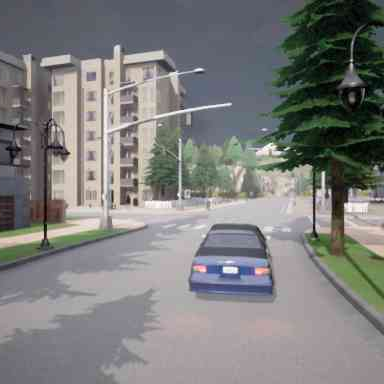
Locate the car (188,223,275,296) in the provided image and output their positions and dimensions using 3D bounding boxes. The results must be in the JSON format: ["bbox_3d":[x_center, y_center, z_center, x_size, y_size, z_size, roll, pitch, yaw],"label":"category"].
[{"bbox_3d":[1.138,1.547,8.865,2.033,1.411,5.357,0,0,9],"label":"car"}]
